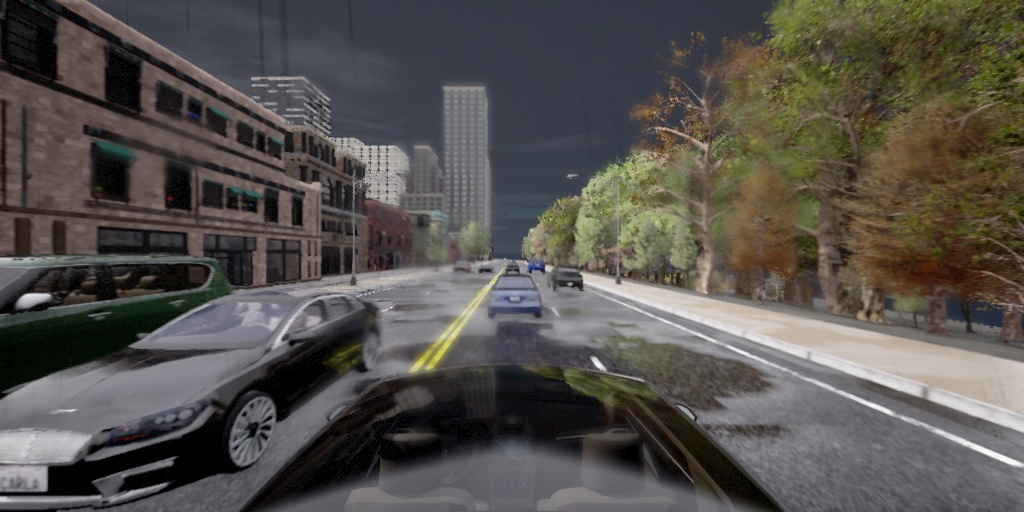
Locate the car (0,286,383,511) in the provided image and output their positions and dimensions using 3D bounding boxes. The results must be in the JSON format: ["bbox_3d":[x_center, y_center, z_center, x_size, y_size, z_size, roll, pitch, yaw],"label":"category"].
[{"bbox_3d":[-3.351,1.262,4.892,2.128,1.511,4.902,0,0,0],"label":"car"}]

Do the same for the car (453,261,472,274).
[{"bbox_3d":[-6.582,1.435,48.032,2.097,1.767,4.553,0,0,0],"label":"car"}]

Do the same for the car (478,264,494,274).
[{"bbox_3d":[-3.339,1.674,46.415,1.895,1.301,4.718,0,0,0],"label":"car"}]

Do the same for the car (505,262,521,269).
[{"bbox_3d":[0.095,1.599,49.133,1.837,1.490,4.892,0,0,0],"label":"car"}]

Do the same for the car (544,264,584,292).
[{"bbox_3d":[3.348,1.409,23.036,1.837,1.490,4.892,0,-1,0],"label":"car"}]

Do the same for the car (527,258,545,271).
[{"bbox_3d":[3.346,1.317,49.262,2.150,2.045,5.566,0,0,0],"label":"car"}]

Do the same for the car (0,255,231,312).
[{"bbox_3d":[-6.601,0.994,4.945,2.150,2.045,5.566,0,0,0],"label":"car"}]

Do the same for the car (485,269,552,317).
[{"bbox_3d":[0.100,1.384,13.483,2.033,1.411,5.357,0,0,0],"label":"car"}]
